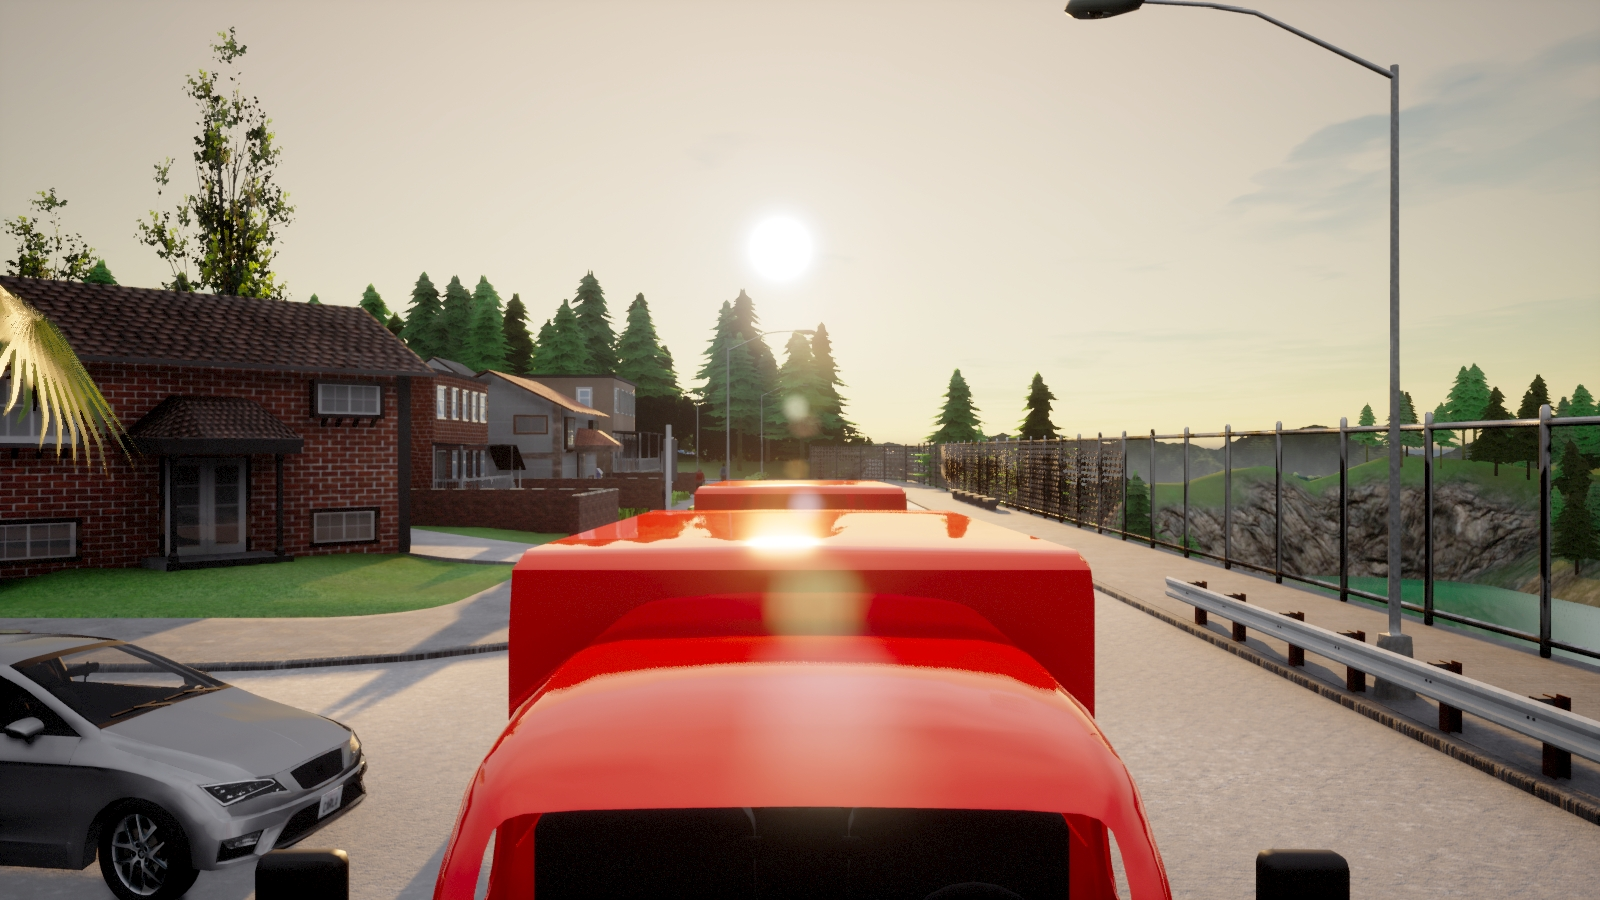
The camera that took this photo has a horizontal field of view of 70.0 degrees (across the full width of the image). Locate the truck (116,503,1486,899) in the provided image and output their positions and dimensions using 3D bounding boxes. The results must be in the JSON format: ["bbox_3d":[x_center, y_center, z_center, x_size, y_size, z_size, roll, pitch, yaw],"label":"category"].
[{"bbox_3d":[0.003,1.571,4.792,2.627,2.467,5.204,0,0,0],"label":"truck"}]

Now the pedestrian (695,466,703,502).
[{"bbox_3d":[-5.293,1.769,60.044,0.375,1.860,0.375,0,0,0],"label":"pedestrian"}]

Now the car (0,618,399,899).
[{"bbox_3d":[-5.218,2.069,7.982,4.193,1.474,1.816,0,0,8],"label":"car"}]

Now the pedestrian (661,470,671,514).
[{"bbox_3d":[-5.648,1.765,48.192,0.375,1.860,0.375,0,0,-9],"label":"pedestrian"}]
